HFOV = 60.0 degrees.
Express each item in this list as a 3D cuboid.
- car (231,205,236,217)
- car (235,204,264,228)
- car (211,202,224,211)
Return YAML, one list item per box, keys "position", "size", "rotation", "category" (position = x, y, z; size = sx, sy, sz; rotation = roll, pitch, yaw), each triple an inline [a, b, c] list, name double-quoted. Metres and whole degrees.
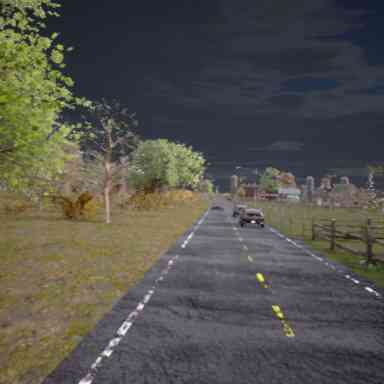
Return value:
- position: [5.874, 2.208, 40.148]
  size: [1.837, 1.490, 4.892]
  rotation: [2, 0, 5]
  category: "car"
- position: [4.875, 2.033, 27.633]
  size: [1.837, 1.490, 4.892]
  rotation: [2, 0, 5]
  category: "car"
- position: [4.241, 2.340, 55.234]
  size: [1.994, 1.385, 4.181]
  rotation: [2, -1, 5]
  category: "car"
